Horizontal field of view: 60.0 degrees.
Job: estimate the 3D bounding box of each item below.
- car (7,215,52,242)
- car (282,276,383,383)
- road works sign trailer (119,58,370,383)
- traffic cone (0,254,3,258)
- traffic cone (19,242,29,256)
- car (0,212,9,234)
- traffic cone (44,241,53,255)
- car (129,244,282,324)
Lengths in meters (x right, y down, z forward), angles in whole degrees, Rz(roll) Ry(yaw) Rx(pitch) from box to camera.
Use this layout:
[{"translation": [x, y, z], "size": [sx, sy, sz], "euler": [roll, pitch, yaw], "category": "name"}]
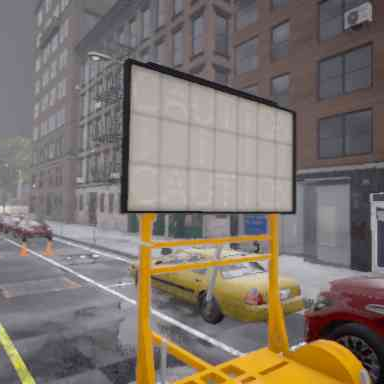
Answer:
[{"translation": [-9.948, 2.301, 20.719], "size": [1.802, 1.307, 4.206], "euler": [3, -3, -38], "category": "car"}, {"translation": [3.716, 1.537, 3.398], "size": [2.192, 1.841, 5.009], "euler": [3, -3, -38], "category": "car"}, {"translation": [0.195, 0.636, 3.664], "size": [2.380, 3.560, 2.880], "euler": [3, -3, -38], "category": "road works sign trailer"}, {"translation": [-8.009, 2.411, 13.704], "size": [0.340, 0.580, 0.340], "euler": [3, -3, -38], "category": "traffic cone"}, {"translation": [-7.223, 2.451, 14.322], "size": [0.340, 0.580, 0.340], "euler": [3, -3, -38], "category": "traffic cone"}, {"translation": [-13.362, 2.426, 25.051], "size": [1.802, 1.307, 4.206], "euler": [3, -3, -38], "category": "car"}, {"translation": [-6.438, 2.490, 14.940], "size": [0.340, 0.580, 0.340], "euler": [3, -3, -38], "category": "traffic cone"}, {"translation": [0.191, 1.875, 7.852], "size": [1.752, 1.417, 4.829], "euler": [3, -3, -38], "category": "car"}]
